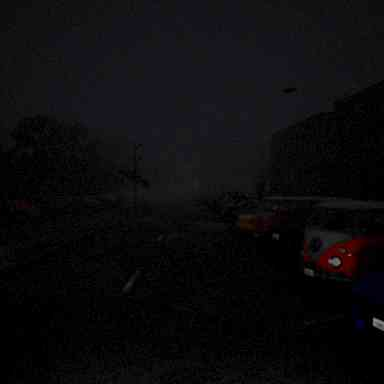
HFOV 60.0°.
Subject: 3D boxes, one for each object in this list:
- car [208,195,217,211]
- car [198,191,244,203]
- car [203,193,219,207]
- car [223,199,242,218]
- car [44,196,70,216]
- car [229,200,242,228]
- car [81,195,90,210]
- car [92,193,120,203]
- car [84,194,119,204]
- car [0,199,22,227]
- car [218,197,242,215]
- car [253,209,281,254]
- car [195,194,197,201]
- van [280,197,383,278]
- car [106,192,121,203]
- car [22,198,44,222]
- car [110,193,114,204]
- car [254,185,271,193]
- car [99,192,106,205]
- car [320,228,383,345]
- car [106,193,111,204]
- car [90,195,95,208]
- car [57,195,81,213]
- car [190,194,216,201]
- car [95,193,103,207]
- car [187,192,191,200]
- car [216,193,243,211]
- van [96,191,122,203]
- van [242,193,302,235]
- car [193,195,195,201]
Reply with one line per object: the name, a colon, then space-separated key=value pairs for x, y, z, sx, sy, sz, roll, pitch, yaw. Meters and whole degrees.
car: x=4.498 y=1.291 z=32.237 sx=5.008 sy=1.535 sz=2.097 roll=1 pitch=0 yaw=-22
car: x=4.134 y=0.984 z=41.273 sx=5.566 sy=2.045 sz=2.435 roll=1 pitch=1 yaw=-23
car: x=4.296 y=1.255 z=38.271 sx=5.008 sy=1.535 sz=2.097 roll=1 pitch=1 yaw=-23
car: x=4.735 y=1.365 z=20.153 sx=5.008 sy=1.535 sz=2.097 roll=1 pitch=1 yaw=-21
car: x=-13.705 y=1.369 z=29.642 sx=4.792 sy=1.488 sz=2.163 roll=-1 pitch=1 yaw=-21
car: x=4.919 y=1.382 z=17.210 sx=5.366 sy=1.575 sz=1.946 roll=1 pitch=0 yaw=-20
car: x=-13.870 y=1.306 z=35.578 sx=5.008 sy=1.535 sz=2.097 roll=-1 pitch=1 yaw=-22
car: x=-15.360 y=1.053 z=59.230 sx=4.553 sy=1.767 sz=2.185 roll=-1 pitch=1 yaw=-25
car: x=-15.308 y=1.195 z=56.191 sx=5.366 sy=1.575 sz=1.946 roll=-1 pitch=1 yaw=-24
car: x=-13.471 y=1.261 z=20.777 sx=4.553 sy=1.767 sz=2.185 roll=-1 pitch=1 yaw=-21
car: x=4.680 y=1.348 z=23.172 sx=4.892 sy=1.521 sz=2.231 roll=1 pitch=0 yaw=-21
car: x=4.790 y=1.448 z=11.127 sx=4.792 sy=1.488 sz=2.163 roll=1 pitch=0 yaw=-20
car: x=3.432 y=1.203 z=53.356 sx=4.674 sy=1.452 sz=2.002 roll=1 pitch=0 yaw=-24
van: x=4.659 y=1.209 z=8.057 sx=4.442 sy=1.987 sz=1.878 roll=1 pitch=1 yaw=-20
car: x=-14.741 y=1.205 z=53.396 sx=5.366 sy=1.575 sz=1.946 roll=-1 pitch=0 yaw=-24
car: x=-13.533 y=1.371 z=23.733 sx=5.008 sy=1.535 sz=2.097 roll=-1 pitch=1 yaw=-21
car: x=-14.689 y=1.267 z=50.362 sx=4.674 sy=1.452 sz=2.002 roll=-1 pitch=1 yaw=-24
car: x=16.962 y=-0.277 z=80.547 sx=2.002 sy=1.452 sz=4.674 roll=-7 pitch=4 yaw=-30
car: x=-14.285 y=1.132 z=44.461 sx=4.553 sy=1.767 sz=2.185 roll=-1 pitch=1 yaw=-23
car: x=4.765 y=1.453 z=5.094 sx=5.008 sy=1.535 sz=2.097 roll=1 pitch=1 yaw=-20
car: x=-14.488 y=1.283 z=47.408 sx=4.674 sy=1.452 sz=2.002 roll=-1 pitch=1 yaw=-23
car: x=-14.037 y=1.165 z=38.529 sx=4.553 sy=1.767 sz=2.185 roll=-1 pitch=0 yaw=-22
car: x=-13.739 y=1.351 z=32.636 sx=4.792 sy=1.488 sz=2.163 roll=-1 pitch=0 yaw=-22
car: x=2.322 y=1.108 z=68.373 sx=4.792 sy=1.488 sz=2.163 roll=0 pitch=0 yaw=-26
car: x=-14.320 y=1.274 z=41.420 sx=5.366 sy=1.575 sz=1.946 roll=-1 pitch=1 yaw=-23
car: x=2.266 y=1.086 z=65.313 sx=5.366 sy=1.575 sz=1.946 roll=0 pitch=1 yaw=-26
car: x=4.622 y=1.202 z=26.190 sx=4.553 sy=1.767 sz=2.185 roll=1 pitch=0 yaw=-21
van: x=-15.556 y=0.935 z=62.218 sx=4.442 sy=1.987 sz=1.878 roll=-1 pitch=0 yaw=-25
van: x=4.653 y=1.174 z=14.081 sx=4.442 sy=1.987 sz=1.878 roll=1 pitch=1 yaw=-20
car: x=3.221 y=1.146 z=56.366 sx=4.892 sy=1.521 sz=2.231 roll=1 pitch=1 yaw=-25
